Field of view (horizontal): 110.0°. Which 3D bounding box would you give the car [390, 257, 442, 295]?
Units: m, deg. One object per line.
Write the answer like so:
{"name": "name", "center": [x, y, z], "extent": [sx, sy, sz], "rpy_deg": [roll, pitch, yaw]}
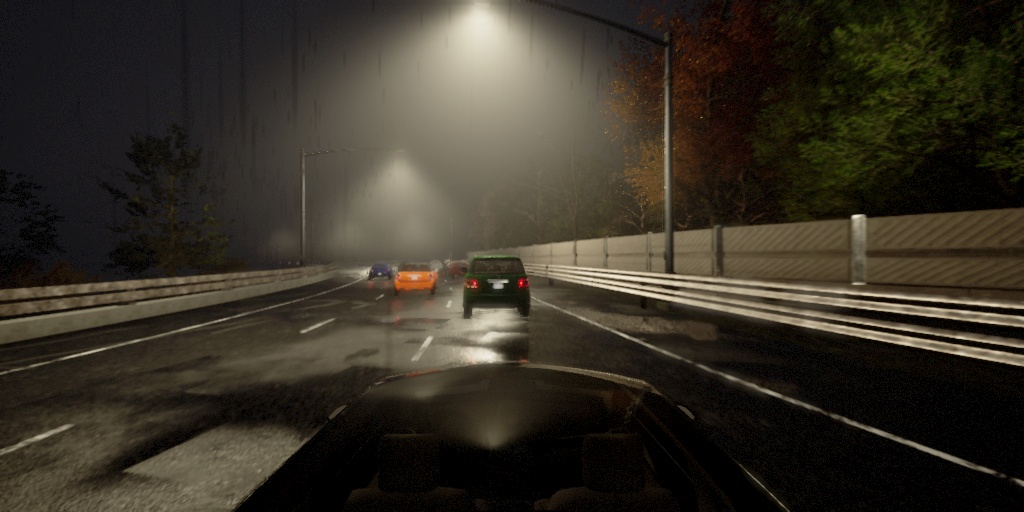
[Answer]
{"name": "car", "center": [-5.241, 1.136, 20.143], "extent": [2.097, 1.767, 4.553], "rpy_deg": [0, 0, -9]}

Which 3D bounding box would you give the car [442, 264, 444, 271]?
{"name": "car", "center": [-10.674, 1.351, 49.693], "extent": [1.812, 1.442, 4.674], "rpy_deg": [0, 0, -21]}

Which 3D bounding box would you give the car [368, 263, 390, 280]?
{"name": "car", "center": [-11.791, 1.345, 32.362], "extent": [1.812, 1.442, 4.674], "rpy_deg": [0, 0, -17]}

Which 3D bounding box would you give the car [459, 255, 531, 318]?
{"name": "car", "center": [-0.691, 0.982, 13.271], "extent": [2.150, 2.045, 5.566], "rpy_deg": [0, 0, -6]}

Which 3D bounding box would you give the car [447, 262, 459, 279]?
{"name": "car", "center": [-4.941, 1.268, 33.564], "extent": [1.882, 1.535, 5.008], "rpy_deg": [0, 0, -16]}

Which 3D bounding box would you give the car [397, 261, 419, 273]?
{"name": "car", "center": [-13.915, 1.385, 47.782], "extent": [2.033, 1.411, 5.357], "rpy_deg": [0, 0, -25]}
